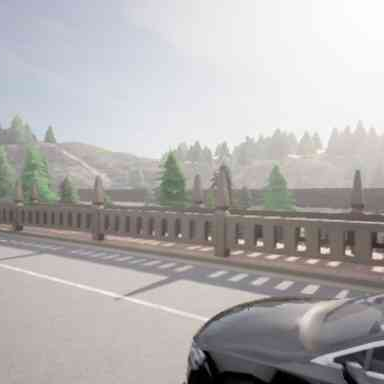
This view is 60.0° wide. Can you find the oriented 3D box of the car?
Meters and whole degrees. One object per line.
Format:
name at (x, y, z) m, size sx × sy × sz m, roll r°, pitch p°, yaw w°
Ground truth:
car at (2.165, 1.493, 2.448) m, size 4.902 × 1.511 × 2.128 m, roll 0°, pitch 0°, yaw 35°
